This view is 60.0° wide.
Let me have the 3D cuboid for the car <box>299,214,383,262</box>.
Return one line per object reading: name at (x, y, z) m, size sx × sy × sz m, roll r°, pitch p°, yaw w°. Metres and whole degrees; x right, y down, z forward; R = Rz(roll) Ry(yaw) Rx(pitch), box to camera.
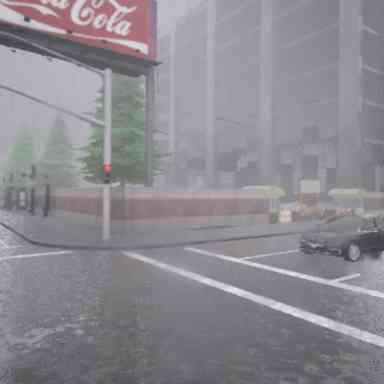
car at (6.123, 1.615, 12.669) m, size 4.892 × 1.490 × 1.837 m, roll 1°, pitch 0°, yaw -35°
